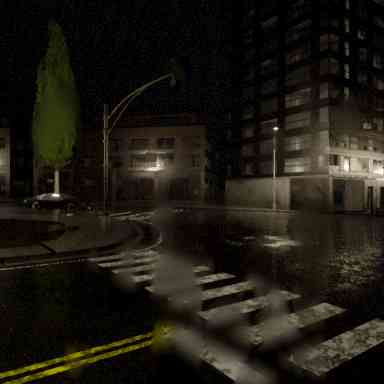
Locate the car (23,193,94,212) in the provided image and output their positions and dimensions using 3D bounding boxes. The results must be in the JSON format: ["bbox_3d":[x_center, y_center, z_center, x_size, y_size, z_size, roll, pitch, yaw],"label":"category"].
[{"bbox_3d":[-10.548,0.787,26.294,5.357,1.411,2.033,1,0,11],"label":"car"}]
